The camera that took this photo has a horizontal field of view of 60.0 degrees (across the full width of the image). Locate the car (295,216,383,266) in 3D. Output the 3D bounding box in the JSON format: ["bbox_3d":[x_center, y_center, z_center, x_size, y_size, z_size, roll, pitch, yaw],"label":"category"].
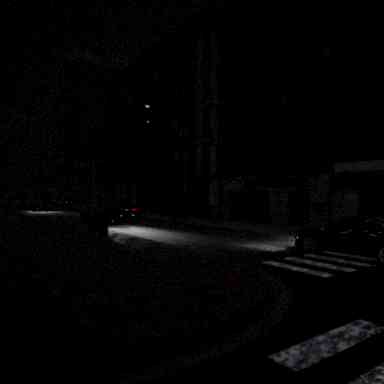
[{"bbox_3d":[6.121,1.660,12.210,1.837,1.490,4.892,1,-1,-35],"label":"car"}]

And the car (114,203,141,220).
[{"bbox_3d":[-6.301,1.704,29.636,2.128,1.511,4.902,1,-1,-35],"label":"car"}]

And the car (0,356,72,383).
[{"bbox_3d":[-2.533,1.546,1.005,4.313,1.339,1.947,1,-1,-35],"label":"car"}]

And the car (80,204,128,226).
[{"bbox_3d":[-6.956,1.776,25.473,1.895,1.301,4.718,1,-1,-35],"label":"car"}]

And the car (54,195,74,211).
[{"bbox_3d":[-18.224,1.493,46.371,2.150,2.045,5.566,1,-1,-35],"label":"car"}]

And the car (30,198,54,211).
[{"bbox_3d":[-20.256,1.721,44.291,1.882,1.535,5.008,1,-1,-35],"label":"car"}]
